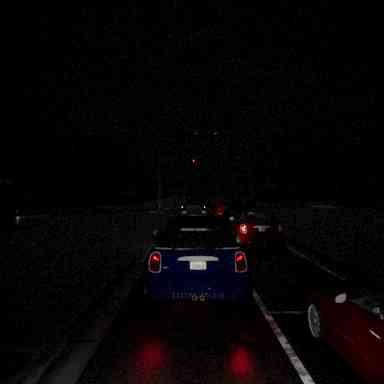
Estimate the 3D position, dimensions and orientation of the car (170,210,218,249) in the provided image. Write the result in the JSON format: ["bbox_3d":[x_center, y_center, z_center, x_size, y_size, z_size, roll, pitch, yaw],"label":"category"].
[{"bbox_3d":[0.102,1.598,15.491,1.895,1.301,4.718,0,0,0],"label":"car"}]

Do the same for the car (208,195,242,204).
[{"bbox_3d":[2.638,1.316,25.211,2.192,1.841,5.009,-1,0,0],"label":"car"}]

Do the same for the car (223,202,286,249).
[{"bbox_3d":[2.634,1.437,14.406,1.967,1.590,4.097,-1,0,0],"label":"car"}]

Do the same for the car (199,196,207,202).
[{"bbox_3d":[2.668,1.640,84.011,1.887,1.381,4.507,-1,0,0],"label":"car"}]

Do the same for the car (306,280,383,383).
[{"bbox_3d":[2.631,1.580,3.601,1.802,1.307,4.206,-1,0,0],"label":"car"}]

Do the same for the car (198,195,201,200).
[{"bbox_3d":[2.652,1.350,56.979,2.192,1.841,5.009,-1,0,0],"label":"car"}]

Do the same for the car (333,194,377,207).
[{"bbox_3d":[19.481,0.978,39.905,4.892,1.490,1.837,-1,1,0],"label":"car"}]

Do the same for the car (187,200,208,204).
[{"bbox_3d":[0.114,1.565,25.503,1.994,1.385,4.181,0,0,-1],"label":"car"}]

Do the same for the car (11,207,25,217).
[{"bbox_3d":[-21.121,2.104,36.963,4.674,1.442,1.812,-2,1,0],"label":"car"}]

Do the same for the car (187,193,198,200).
[{"bbox_3d":[0.120,1.276,67.276,2.150,2.045,5.566,0,0,0],"label":"car"}]

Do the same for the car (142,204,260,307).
[{"bbox_3d":[0.073,1.349,8.153,2.097,1.767,4.553,0,0,-1],"label":"car"}]

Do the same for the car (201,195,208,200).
[{"bbox_3d":[3.986,1.273,41.577,4.553,1.767,2.097,-3,-2,18],"label":"car"}]

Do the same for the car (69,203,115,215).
[{"bbox_3d":[-10.995,1.885,36.949,4.718,1.301,1.895,-2,1,0],"label":"car"}]

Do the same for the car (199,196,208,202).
[{"bbox_3d":[2.665,1.632,78.604,2.008,1.369,4.403,-1,0,0],"label":"car"}]
